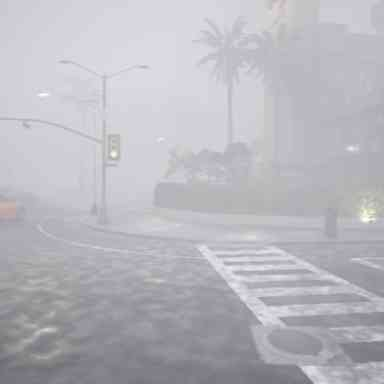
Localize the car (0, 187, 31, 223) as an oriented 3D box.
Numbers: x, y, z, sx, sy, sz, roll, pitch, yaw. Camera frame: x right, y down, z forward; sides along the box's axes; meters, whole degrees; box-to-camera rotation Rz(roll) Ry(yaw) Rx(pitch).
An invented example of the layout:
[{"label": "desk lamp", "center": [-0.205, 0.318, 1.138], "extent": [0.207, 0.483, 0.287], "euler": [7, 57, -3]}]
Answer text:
[{"label": "car", "center": [-10.478, 0.805, 17.302], "extent": [2.097, 1.767, 4.553], "euler": [1, 1, -6]}]

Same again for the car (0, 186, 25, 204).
[{"label": "car", "center": [-19.758, 0.295, 34.145], "extent": [2.097, 1.767, 4.553], "euler": [1, 1, 16]}]

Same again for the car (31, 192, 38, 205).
[{"label": "car", "center": [-16.776, 0.562, 31.862], "extent": [1.812, 1.442, 4.674], "euler": [1, 1, 13]}]
